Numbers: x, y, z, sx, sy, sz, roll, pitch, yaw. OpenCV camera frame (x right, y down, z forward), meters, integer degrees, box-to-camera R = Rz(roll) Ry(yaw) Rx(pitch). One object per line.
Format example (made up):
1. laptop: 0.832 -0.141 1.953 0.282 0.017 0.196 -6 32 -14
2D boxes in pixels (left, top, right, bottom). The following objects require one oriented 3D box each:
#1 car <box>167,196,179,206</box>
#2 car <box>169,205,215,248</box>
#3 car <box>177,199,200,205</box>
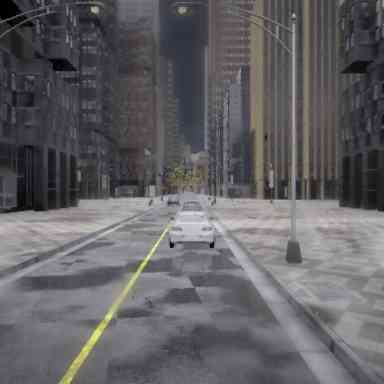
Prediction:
1. car: -3.000 1.483 54.649 1.882 1.535 5.008 0 0 0
2. car: 0.000 1.531 14.650 1.812 1.442 4.674 0 0 0
3. car: 0.000 1.554 29.649 2.033 1.411 5.357 0 0 0
